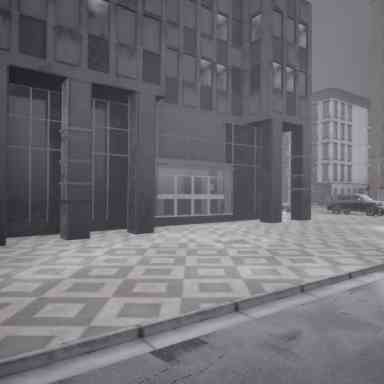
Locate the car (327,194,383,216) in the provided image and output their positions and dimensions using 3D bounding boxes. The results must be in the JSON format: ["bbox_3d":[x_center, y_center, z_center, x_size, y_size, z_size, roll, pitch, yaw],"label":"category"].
[{"bbox_3d":[15.793,1.190,31.880,2.150,2.045,5.566,1,-1,-36],"label":"car"}]

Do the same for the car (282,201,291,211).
[{"bbox_3d":[9.964,1.498,39.999,1.812,1.442,4.674,1,0,-36],"label":"car"}]
